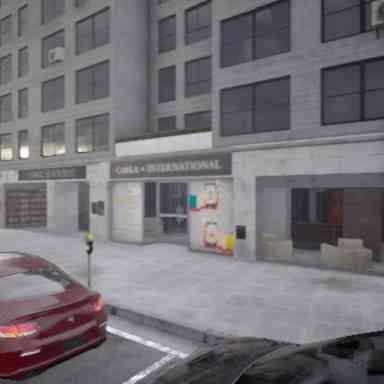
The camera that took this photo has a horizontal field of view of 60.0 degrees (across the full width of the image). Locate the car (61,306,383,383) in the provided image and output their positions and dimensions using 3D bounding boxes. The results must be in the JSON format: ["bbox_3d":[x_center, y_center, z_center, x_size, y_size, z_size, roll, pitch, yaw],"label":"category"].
[{"bbox_3d":[1.442,1.566,1.817,4.313,1.339,1.947,0,0,36],"label":"car"}]

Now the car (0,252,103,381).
[{"bbox_3d":[-3.055,1.587,5.026,4.206,1.307,1.802,0,0,36],"label":"car"}]
